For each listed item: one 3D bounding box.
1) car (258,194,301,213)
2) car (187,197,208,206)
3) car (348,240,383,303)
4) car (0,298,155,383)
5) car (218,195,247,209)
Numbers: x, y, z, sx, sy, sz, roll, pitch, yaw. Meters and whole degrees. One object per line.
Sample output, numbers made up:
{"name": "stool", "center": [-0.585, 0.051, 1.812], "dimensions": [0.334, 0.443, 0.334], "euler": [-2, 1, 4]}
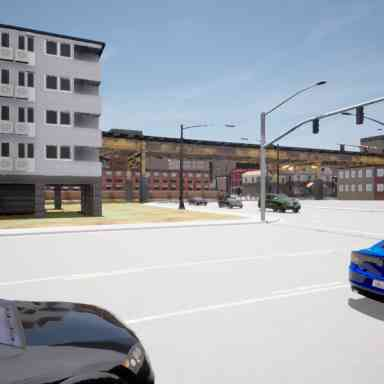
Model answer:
{"name": "car", "center": [9.642, 1.222, 37.280], "dimensions": [2.150, 2.045, 5.566], "euler": [0, 0, -26]}
{"name": "car", "center": [0.846, 1.547, 55.884], "dimensions": [2.033, 1.411, 5.357], "euler": [0, 0, -20]}
{"name": "car", "center": [5.554, 1.478, 6.907], "dimensions": [5.008, 1.535, 1.882], "euler": [0, 0, -25]}
{"name": "car", "center": [-2.423, 1.564, 2.754], "dimensions": [4.181, 1.385, 1.994], "euler": [0, 0, -32]}
{"name": "car", "center": [5.267, 1.526, 46.433], "dimensions": [1.812, 1.442, 4.674], "euler": [0, 0, -25]}
